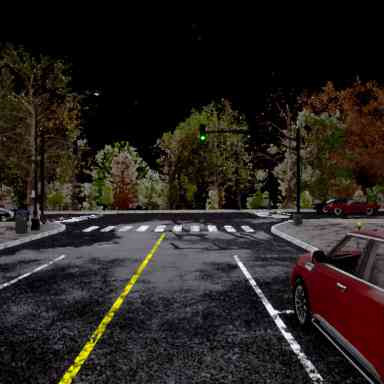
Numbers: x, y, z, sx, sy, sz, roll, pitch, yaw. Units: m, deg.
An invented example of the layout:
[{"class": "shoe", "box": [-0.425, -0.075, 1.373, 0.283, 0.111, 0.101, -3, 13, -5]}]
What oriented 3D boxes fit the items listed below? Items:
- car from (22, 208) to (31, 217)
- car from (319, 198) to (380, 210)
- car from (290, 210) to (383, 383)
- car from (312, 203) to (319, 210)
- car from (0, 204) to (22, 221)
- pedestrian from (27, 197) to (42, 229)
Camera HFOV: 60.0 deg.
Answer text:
[{"class": "car", "box": [-16.107, 1.733, 29.190, 4.718, 1.301, 1.895, -1, -1, 1]}, {"class": "car", "box": [15.177, 1.459, 31.888, 4.718, 1.301, 1.895, -1, -1, 1]}, {"class": "car", "box": [2.719, 1.316, 3.825, 2.192, 1.841, 5.009, 1, 0, 0]}, {"class": "car", "box": [15.243, 1.406, 35.141, 4.892, 1.490, 1.837, -1, -1, 1]}, {"class": "car", "box": [-16.434, 1.583, 25.936, 4.902, 1.511, 2.128, -1, -1, 2]}, {"class": "pedestrian", "box": [-8.964, 1.146, 18.850, 0.375, 1.860, 0.375, 1, -1, 0]}]
